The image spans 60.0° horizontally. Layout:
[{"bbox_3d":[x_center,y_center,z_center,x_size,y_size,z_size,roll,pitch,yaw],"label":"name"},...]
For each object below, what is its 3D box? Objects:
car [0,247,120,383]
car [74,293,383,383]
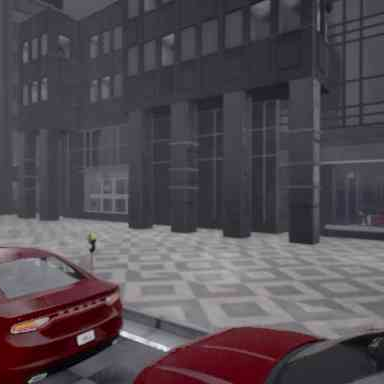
[{"bbox_3d":[-3.037,1.535,5.125,4.507,1.381,1.887,0,0,35],"label":"car"},{"bbox_3d":[1.554,1.545,1.855,4.507,1.381,1.887,0,0,35],"label":"car"}]
